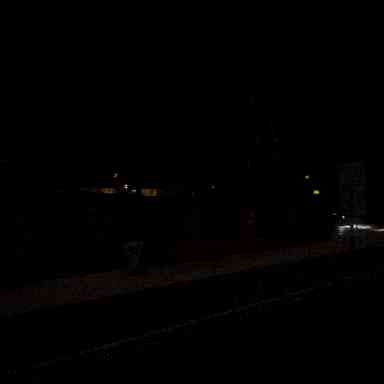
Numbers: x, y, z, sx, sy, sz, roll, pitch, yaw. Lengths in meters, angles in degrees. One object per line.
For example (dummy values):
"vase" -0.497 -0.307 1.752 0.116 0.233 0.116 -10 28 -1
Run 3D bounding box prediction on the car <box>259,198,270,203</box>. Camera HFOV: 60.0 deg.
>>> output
"car" 5.095 1.056 31.919 2.033 1.411 5.357 -2 2 -34

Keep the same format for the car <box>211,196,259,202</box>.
"car" 3.283 1.102 29.386 1.837 1.490 4.892 -2 2 -35

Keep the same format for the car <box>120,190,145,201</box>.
"car" -9.629 0.497 53.225 2.128 1.511 4.902 -2 2 -34

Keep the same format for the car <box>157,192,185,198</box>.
"car" -2.366 0.751 37.571 2.097 1.767 4.553 -2 2 -34

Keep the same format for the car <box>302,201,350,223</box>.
"car" 8.222 1.338 22.259 1.994 1.385 4.181 -2 2 -36

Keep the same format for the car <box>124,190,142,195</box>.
"car" -8.294 0.720 46.233 1.812 1.442 4.674 -2 2 -34
